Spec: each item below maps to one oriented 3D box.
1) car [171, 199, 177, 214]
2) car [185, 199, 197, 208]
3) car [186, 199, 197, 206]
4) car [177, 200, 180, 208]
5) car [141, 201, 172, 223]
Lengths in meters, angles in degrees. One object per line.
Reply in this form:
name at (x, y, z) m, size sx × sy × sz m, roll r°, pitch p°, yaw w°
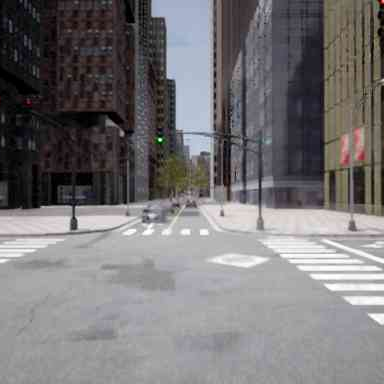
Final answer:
car at (-3.159, 1.931, 41.411) m, size 1.812 × 1.442 × 4.674 m, roll 0°, pitch 0°, yaw 0°
car at (-0.120, 2.097, 58.406) m, size 1.812 × 1.442 × 4.674 m, roll 0°, pitch -1°, yaw 0°
car at (-0.147, 2.123, 68.411) m, size 2.128 × 1.511 × 4.902 m, roll 0°, pitch -1°, yaw 0°
car at (-3.140, 2.066, 60.100) m, size 1.882 × 1.535 × 5.008 m, roll 0°, pitch -1°, yaw 0°
car at (-3.142, 1.769, 28.344) m, size 2.128 × 1.511 × 4.902 m, roll 0°, pitch -1°, yaw -1°
